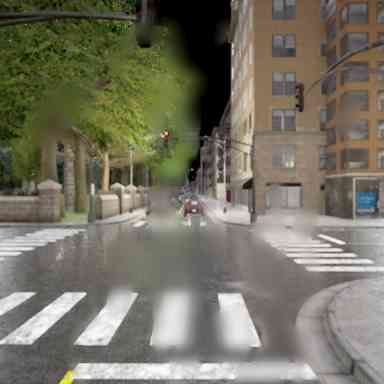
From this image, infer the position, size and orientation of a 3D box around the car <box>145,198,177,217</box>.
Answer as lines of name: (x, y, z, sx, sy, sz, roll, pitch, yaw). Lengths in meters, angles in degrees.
car: (-2.974, 1.542, 31.182, 2.033, 1.411, 5.357, 0, 0, 4)

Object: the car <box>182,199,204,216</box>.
car: (0.202, 1.519, 32.256, 1.812, 1.442, 4.674, 0, 0, 0)

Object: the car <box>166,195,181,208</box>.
car: (-2.946, 1.480, 45.447, 1.837, 1.490, 4.892, 0, 0, 0)
